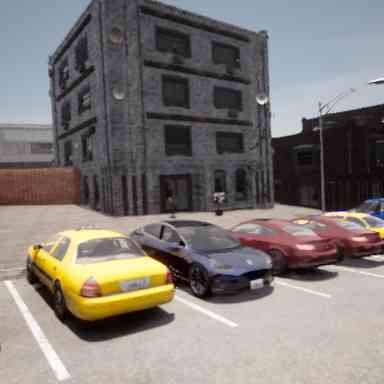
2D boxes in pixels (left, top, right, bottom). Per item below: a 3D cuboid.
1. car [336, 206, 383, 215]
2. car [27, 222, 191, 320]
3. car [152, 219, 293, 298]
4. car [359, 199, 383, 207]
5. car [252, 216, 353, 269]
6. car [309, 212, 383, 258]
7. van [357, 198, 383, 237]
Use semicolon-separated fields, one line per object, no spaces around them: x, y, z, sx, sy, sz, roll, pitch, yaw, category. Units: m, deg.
6.894;1.544;13.689;1.946;1.575;5.366;0;0;-35;car
-2.412;1.490;7.510;1.946;1.575;5.366;0;0;-35;car
-0.014;1.536;8.956;2.163;1.488;4.792;0;0;-35;car
8.941;1.309;15.411;2.435;2.045;5.566;0;0;-35;car
2.242;1.560;10.596;2.002;1.452;4.674;0;0;-35;car
4.413;1.573;12.145;2.002;1.452;4.674;0;0;-35;car
11.162;1.348;17.103;1.878;1.987;4.442;0;0;-35;van
